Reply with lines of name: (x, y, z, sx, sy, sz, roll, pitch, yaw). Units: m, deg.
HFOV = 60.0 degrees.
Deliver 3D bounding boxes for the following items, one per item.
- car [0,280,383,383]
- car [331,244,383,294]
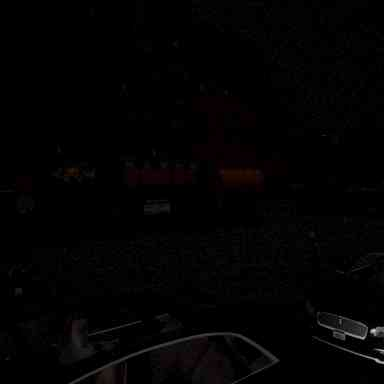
car: (-0.827, 1.551, 2.246, 4.403, 1.369, 2.008, 0, -2, -36)
car: (3.605, 1.548, 5.416, 4.403, 1.369, 2.008, 0, -2, -36)
